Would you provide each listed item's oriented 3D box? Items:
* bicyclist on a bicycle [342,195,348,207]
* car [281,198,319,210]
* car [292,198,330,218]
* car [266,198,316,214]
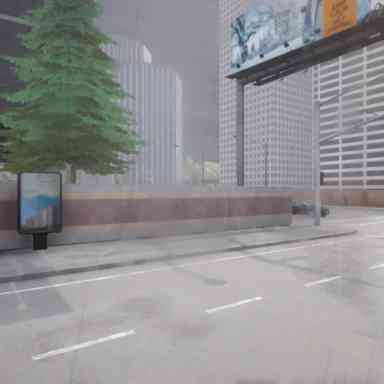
[{"bbox_3d":[21.307,1.301,46.345,1.656,1.620,0.582,0,0,-35],"label":"bicyclist on a bicycle"},{"bbox_3d":[14.159,1.526,43.786,1.812,1.442,4.674,0,0,-35],"label":"car"},{"bbox_3d":[10.241,1.478,30.850,1.882,1.535,5.008,0,0,-35],"label":"car"},{"bbox_3d":[10.713,1.491,36.242,2.128,1.511,4.902,0,0,-35],"label":"car"}]
